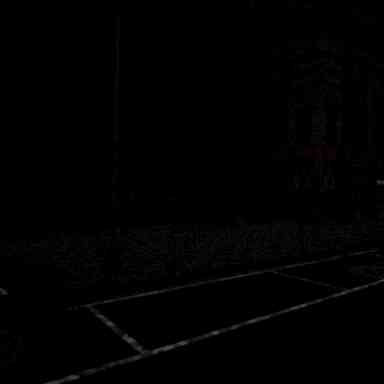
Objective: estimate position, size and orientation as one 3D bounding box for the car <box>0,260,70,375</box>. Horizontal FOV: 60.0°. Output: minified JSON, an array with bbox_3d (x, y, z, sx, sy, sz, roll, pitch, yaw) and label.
[{"bbox_3d":[-3.809,1.548,4.003,4.403,1.369,2.008,1,0,-36],"label":"car"}]

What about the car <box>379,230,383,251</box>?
[{"bbox_3d":[9.404,1.733,13.678,4.507,1.381,1.887,1,0,-36],"label":"car"}]
